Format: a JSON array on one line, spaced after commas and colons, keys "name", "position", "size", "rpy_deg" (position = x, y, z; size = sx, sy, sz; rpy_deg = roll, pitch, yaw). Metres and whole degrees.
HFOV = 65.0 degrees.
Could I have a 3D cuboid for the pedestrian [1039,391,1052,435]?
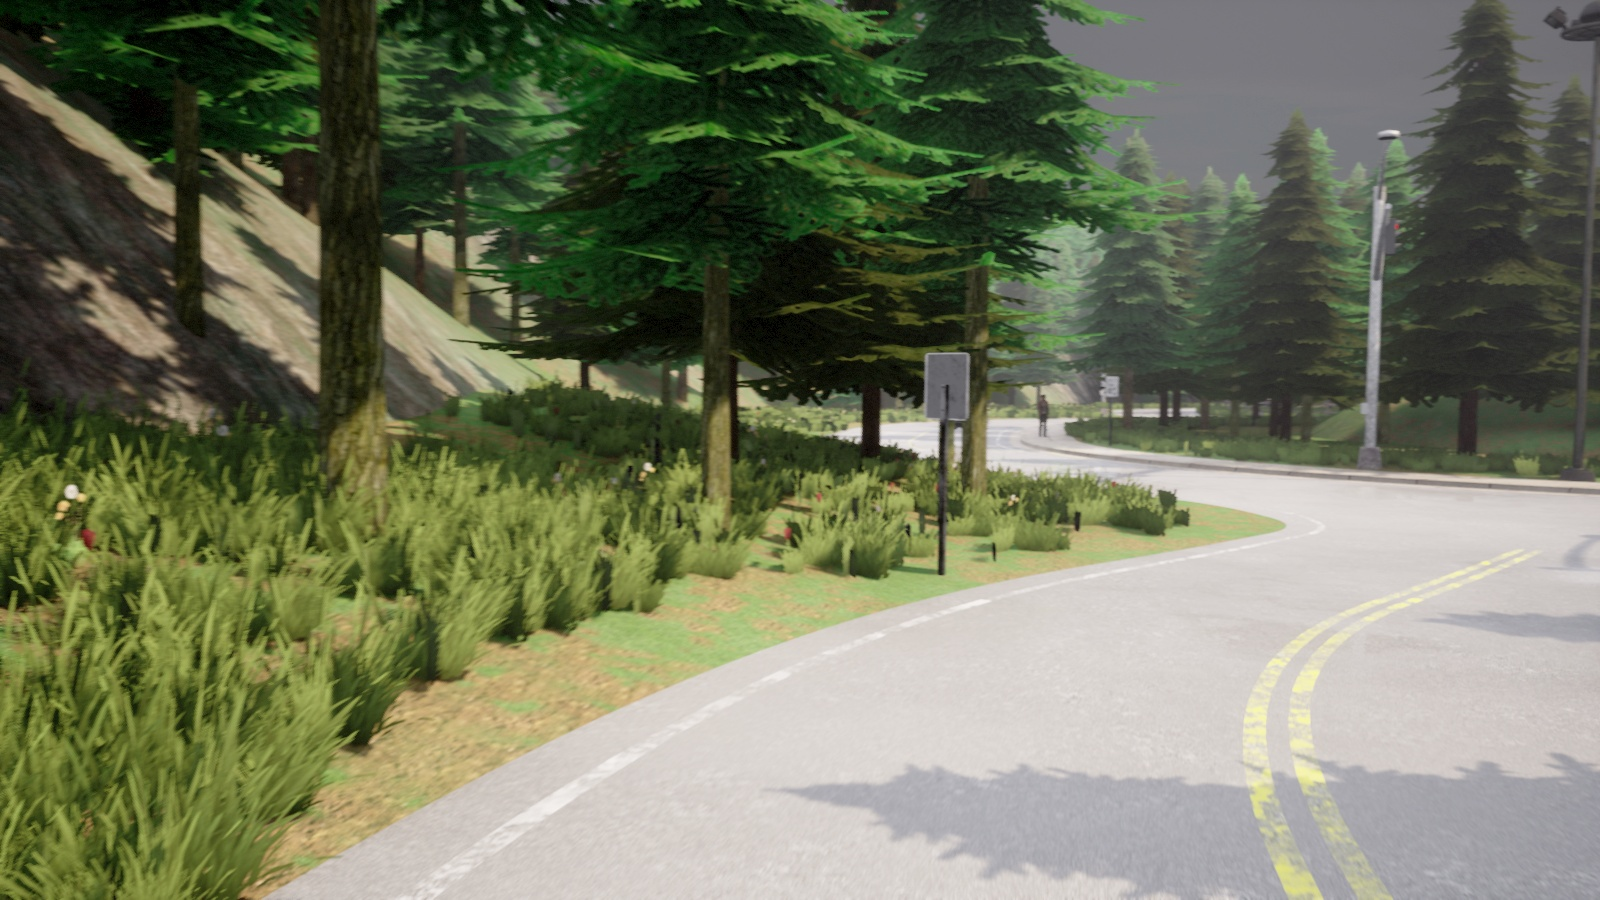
[{"name": "pedestrian", "position": [10.239, -1.545, 52.425], "size": [0.328, 1.805, 0.869], "rpy_deg": [0, 3, -2]}]
